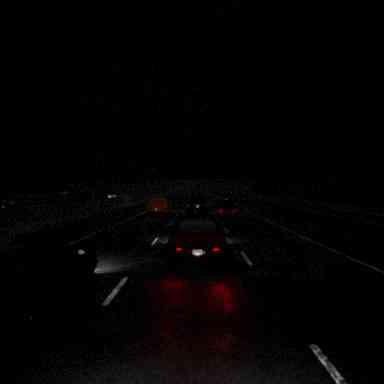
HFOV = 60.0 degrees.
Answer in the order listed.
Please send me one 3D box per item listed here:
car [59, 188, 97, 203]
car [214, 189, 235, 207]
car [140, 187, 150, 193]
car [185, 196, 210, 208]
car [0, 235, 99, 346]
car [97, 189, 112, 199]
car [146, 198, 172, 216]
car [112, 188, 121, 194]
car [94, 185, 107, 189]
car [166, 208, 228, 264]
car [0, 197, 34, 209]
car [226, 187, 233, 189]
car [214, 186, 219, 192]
[{"bbox_3d":[-13.395,0.900,38.788,2.150,2.045,5.566,0,1,2],"label":"car"},{"bbox_3d":[4.346,0.907,43.431,2.097,1.767,4.553,0,1,2],"label":"car"},{"bbox_3d":[-11.257,-0.421,80.094,1.882,1.535,5.008,0,2,4],"label":"car"},{"bbox_3d":[0.497,1.181,28.988,2.097,1.767,4.553,0,1,1],"label":"car"},{"bbox_3d":[-3.372,1.534,6.276,2.033,1.411,5.357,0,0,1],"label":"car"},{"bbox_3d":[-16.102,0.687,57.404,2.128,1.511,4.902,0,2,3],"label":"car"},{"bbox_3d":[-2.962,1.285,30.658,1.882,1.535,5.008,0,1,2],"label":"car"},{"bbox_3d":[-18.304,-0.263,79.543,1.994,1.385,4.181,0,2,4],"label":"car"},{"bbox_3d":[-21.334,-0.607,77.079,2.150,2.045,5.566,0,2,1],"label":"car"},{"bbox_3d":[0.179,1.487,11.509,1.812,1.442,4.674,0,0,1],"label":"car"},{"bbox_3d":[-20.401,1.285,38.569,1.895,1.301,4.718,0,1,2],"label":"car"},{"bbox_3d":[10.082,-0.457,87.024,1.837,1.490,4.892,0,2,5],"label":"car"},{"bbox_3d":[5.725,0.188,71.144,1.882,1.535,5.008,0,2,4],"label":"car"}]
